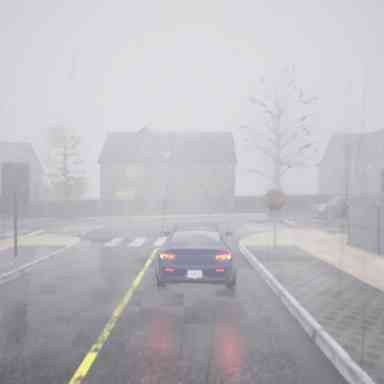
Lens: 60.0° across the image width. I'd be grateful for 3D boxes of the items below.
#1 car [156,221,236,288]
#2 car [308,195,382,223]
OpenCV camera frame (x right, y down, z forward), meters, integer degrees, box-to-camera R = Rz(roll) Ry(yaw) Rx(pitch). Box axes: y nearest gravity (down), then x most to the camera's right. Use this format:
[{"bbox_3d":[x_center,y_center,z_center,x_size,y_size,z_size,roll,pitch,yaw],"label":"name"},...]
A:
[{"bbox_3d":[0.151,1.513,9.063,1.812,1.442,4.674,0,0,2],"label":"car"},{"bbox_3d":[10.140,1.015,22.167,4.553,1.767,2.097,-1,1,-2],"label":"car"}]
